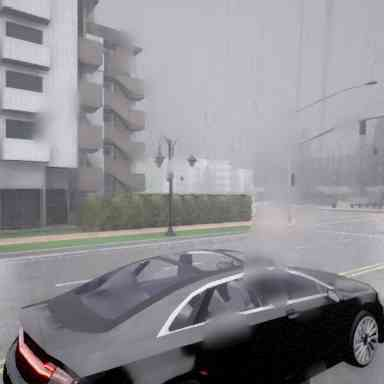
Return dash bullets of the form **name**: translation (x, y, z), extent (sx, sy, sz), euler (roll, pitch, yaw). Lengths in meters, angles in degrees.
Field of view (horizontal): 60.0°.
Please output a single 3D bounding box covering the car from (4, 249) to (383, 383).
- **car**: translation (0.498, 1.491, 4.112), extent (4.902, 1.511, 2.128), euler (0, 0, -35)
